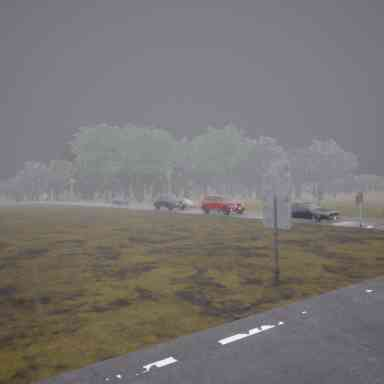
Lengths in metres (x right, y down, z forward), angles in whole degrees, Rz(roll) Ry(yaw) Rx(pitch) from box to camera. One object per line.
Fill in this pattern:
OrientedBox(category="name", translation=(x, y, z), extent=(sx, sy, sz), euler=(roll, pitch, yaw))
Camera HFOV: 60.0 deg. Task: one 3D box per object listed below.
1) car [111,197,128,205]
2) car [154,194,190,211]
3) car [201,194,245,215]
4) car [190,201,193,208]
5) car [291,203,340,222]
OrientedBox(category="car", translation=(-14.075, 1.775, 64.720), extent=(2.128, 1.511, 4.902), euler=(-2, 0, -36))
OrientedBox(category="car", translation=(-3.061, 1.362, 44.417), extent=(2.150, 2.045, 5.566), euler=(-2, 1, -36))
OrientedBox(category="car", translation=(3.202, 1.304, 35.732), extent=(2.150, 2.045, 5.566), euler=(-2, 1, -35))
OrientedBox(category="car", translation=(-1.626, 1.598, 47.470), extent=(1.812, 1.442, 4.674), euler=(-2, 1, -36))
OrientedBox(category="car", translation=(9.260, 1.606, 27.350), extent=(2.033, 1.411, 5.357), euler=(-2, 1, -36))
